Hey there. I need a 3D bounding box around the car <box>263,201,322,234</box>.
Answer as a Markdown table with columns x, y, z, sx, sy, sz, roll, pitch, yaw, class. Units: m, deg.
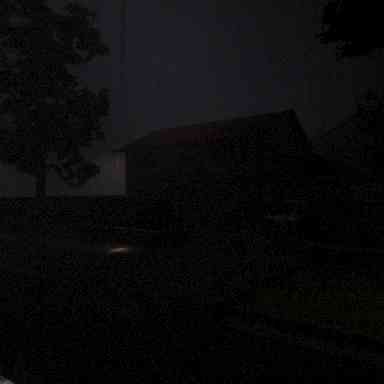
| x | y | z | sx | sy | sz | roll | pitch | yaw | class |
| --- | --- | --- | --- | --- | --- | --- | --- | --- | --- |
| 5.089 | 1.191 | 16.691 | 1.970 | 1.475 | 3.806 | 0 | 0 | 36 | car |
